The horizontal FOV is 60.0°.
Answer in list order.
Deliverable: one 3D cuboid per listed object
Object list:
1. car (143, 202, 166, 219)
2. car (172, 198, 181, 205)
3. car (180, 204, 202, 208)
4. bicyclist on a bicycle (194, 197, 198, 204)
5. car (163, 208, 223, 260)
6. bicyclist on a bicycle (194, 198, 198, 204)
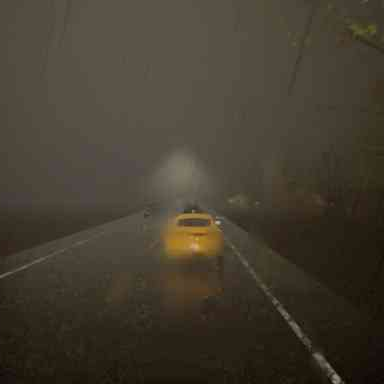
[{"bbox_3d":[-3.568,1.797,32.433,1.837,1.490,4.892,0,-1,0],"label":"car"},{"bbox_3d":[-3.433,2.115,73.808,1.882,1.535,5.008,0,-1,0],"label":"car"},{"bbox_3d":[0.129,1.872,34.197,1.994,1.385,4.181,0,-1,0],"label":"car"},{"bbox_3d":[1.039,2.226,87.691,0.866,1.612,1.509,0,-1,0],"label":"bicyclist on a bicycle"},{"bbox_3d":[0.102,1.596,13.010,1.882,1.535,5.008,0,0,0],"label":"car"},{"bbox_3d":[1.036,2.160,78.693,0.582,1.620,1.656,0,-1,0],"label":"bicyclist on a bicycle"}]
